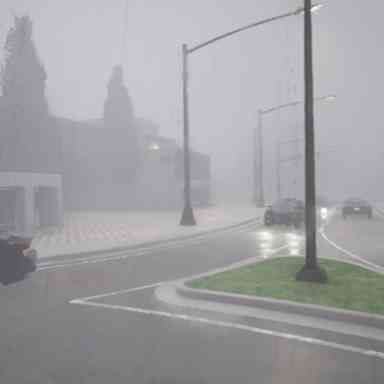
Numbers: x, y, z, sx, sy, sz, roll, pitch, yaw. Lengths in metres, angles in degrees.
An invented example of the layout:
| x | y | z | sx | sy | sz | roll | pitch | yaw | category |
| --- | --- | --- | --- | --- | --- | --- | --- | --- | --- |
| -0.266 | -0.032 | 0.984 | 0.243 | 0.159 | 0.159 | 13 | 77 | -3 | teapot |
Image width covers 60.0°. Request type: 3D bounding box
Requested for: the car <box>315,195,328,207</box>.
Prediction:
| x | y | z | sx | sy | sz | roll | pitch | yaw | category |
| --- | --- | --- | --- | --- | --- | --- | --- | --- | --- |
| 14.572 | 0.982 | 38.494 | 1.895 | 1.301 | 4.718 | -1 | 1 | 25 | car |

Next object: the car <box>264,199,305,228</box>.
| x | y | z | sx | sy | sz | roll | pitch | yaw | category |
| --- | --- | --- | --- | --- | --- | --- | --- | --- | --- |
| 5.805 | 1.182 | 20.160 | 1.882 | 1.535 | 5.008 | -1 | 1 | 27 | car |

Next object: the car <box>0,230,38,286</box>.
| x | y | z | sx | sy | sz | roll | pitch | yaw | category |
| --- | --- | --- | --- | --- | --- | --- | --- | --- | --- |
| -6.056 | 1.535 | 7.225 | 4.892 | 1.490 | 1.837 | -1 | 2 | -23 | car |

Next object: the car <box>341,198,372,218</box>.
| x | y | z | sx | sy | sz | roll | pitch | yaw | category |
| --- | --- | --- | --- | --- | --- | --- | --- | --- | --- |
| 12.299 | 1.110 | 24.969 | 1.994 | 1.385 | 4.181 | -1 | 1 | 25 | car |
